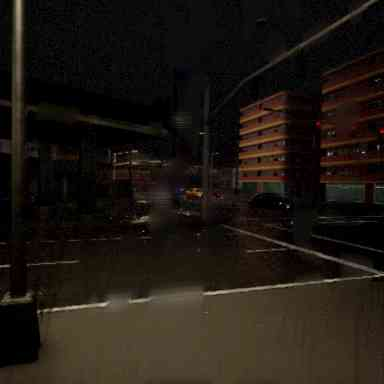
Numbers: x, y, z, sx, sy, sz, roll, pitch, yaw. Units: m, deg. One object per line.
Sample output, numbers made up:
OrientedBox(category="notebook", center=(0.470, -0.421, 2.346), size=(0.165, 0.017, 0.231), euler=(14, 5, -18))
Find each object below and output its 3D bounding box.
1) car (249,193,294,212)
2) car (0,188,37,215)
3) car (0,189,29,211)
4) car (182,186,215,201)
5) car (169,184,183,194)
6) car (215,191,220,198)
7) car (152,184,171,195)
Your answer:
OrientedBox(category="car", center=(6.668, 0.825, 28.371), size=(2.128, 1.511, 4.902), euler=(0, 2, -21))
OrientedBox(category="car", center=(-11.138, 0.587, 18.442), size=(4.611, 1.667, 2.242), euler=(0, 2, -20))
OrientedBox(category="car", center=(-13.807, 0.561, 23.588), size=(3.806, 1.475, 1.970), euler=(0, 2, -20))
OrientedBox(category="car", center=(0.763, 0.285, 43.951), size=(1.882, 1.535, 5.008), euler=(0, 1, -21))
OrientedBox(category="car", center=(-2.597, -0.423, 63.199), size=(2.097, 1.767, 4.553), euler=(0, 2, -21))
OrientedBox(category="car", center=(2.420, 0.273, 49.974), size=(1.895, 1.301, 4.718), euler=(0, 2, -21))
OrientedBox(category="car", center=(-6.189, -0.322, 62.521), size=(2.128, 1.511, 4.902), euler=(0, 2, -21))
